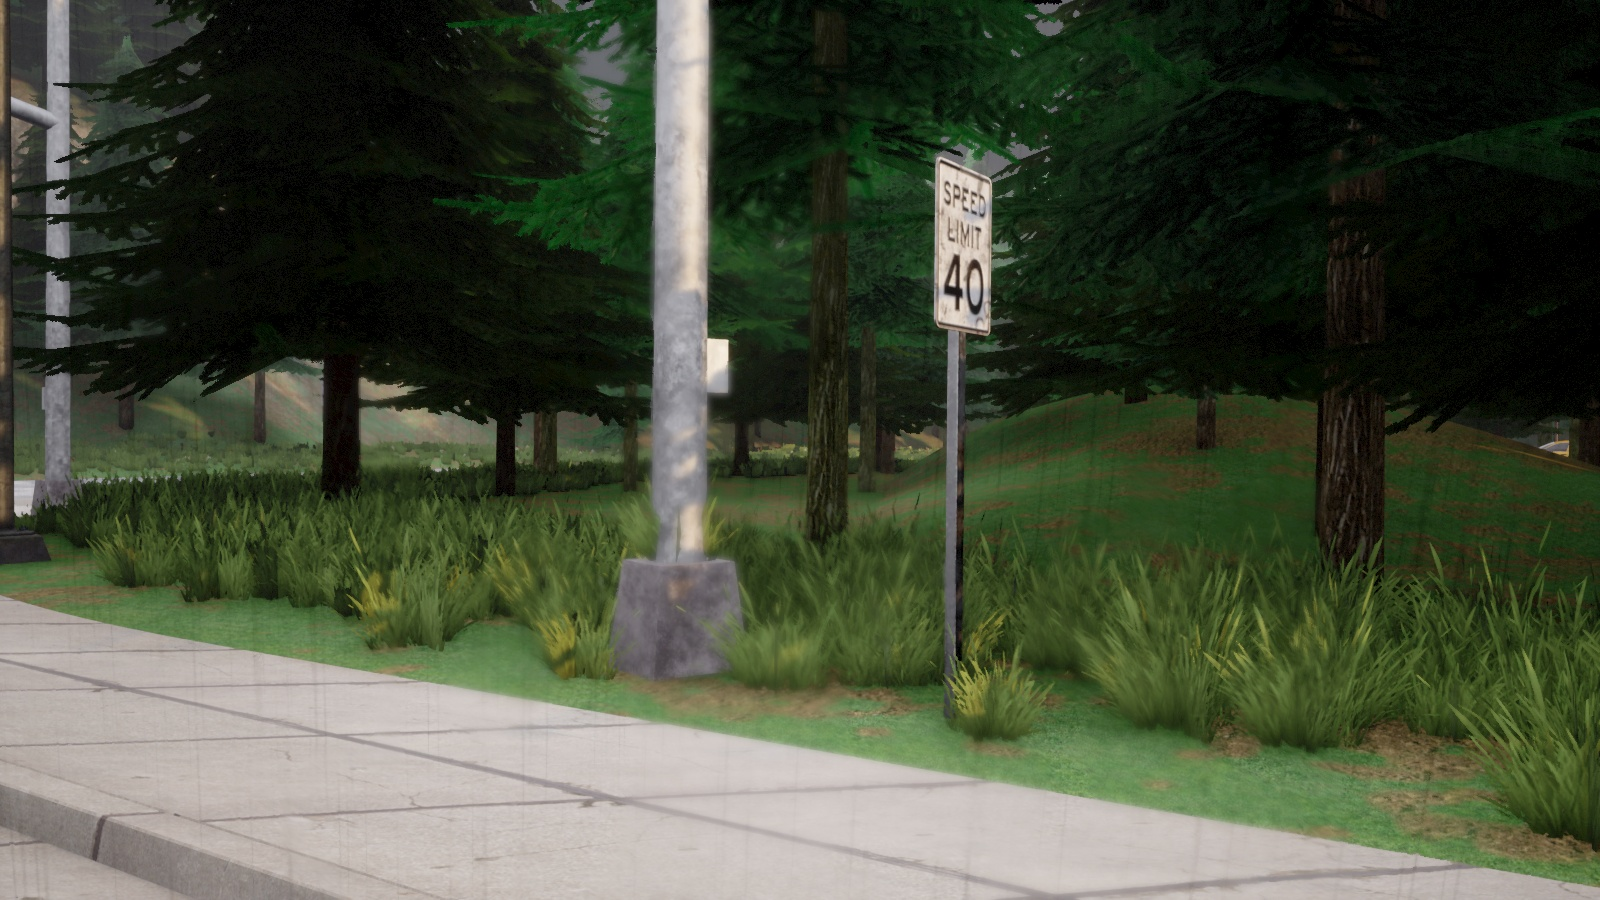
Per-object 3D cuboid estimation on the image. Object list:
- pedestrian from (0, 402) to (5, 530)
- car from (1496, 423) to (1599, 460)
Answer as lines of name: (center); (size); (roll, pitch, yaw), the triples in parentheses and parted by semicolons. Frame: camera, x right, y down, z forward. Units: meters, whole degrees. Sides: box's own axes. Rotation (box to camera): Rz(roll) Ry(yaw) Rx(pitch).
pedestrian: (-12.413, 0.245, 19.113); (0.423, 1.949, 0.788); (-1, 1, -26)
car: (33.110, -0.368, 54.063); (5.366, 1.575, 1.801); (0, 1, 33)
